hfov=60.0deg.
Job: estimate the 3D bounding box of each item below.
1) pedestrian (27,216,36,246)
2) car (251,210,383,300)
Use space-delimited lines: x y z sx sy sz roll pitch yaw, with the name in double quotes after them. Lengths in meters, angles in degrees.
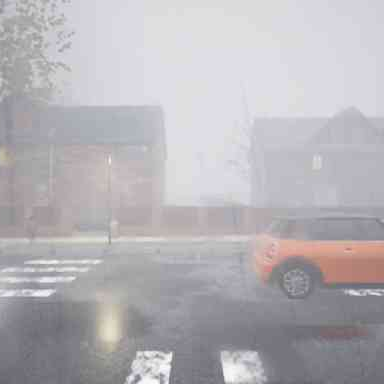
-6.637 1.251 13.745 0.375 1.860 0.375 0 0 1 "pedestrian"
3.725 1.275 7.681 4.553 1.767 2.097 -1 -1 1 "car"
